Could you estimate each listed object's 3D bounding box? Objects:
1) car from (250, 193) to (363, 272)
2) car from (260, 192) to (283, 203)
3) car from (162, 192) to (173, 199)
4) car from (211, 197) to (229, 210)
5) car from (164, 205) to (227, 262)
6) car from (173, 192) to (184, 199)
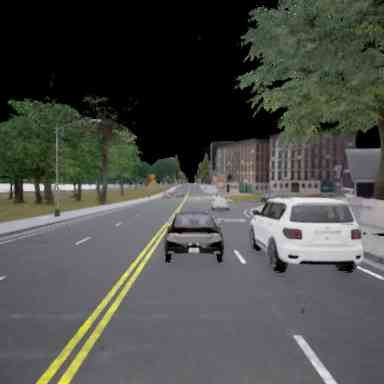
[{"bbox_3d":[3.313,1.176,10.753,2.150,2.045,5.566,0,1,0],"label":"car"},{"bbox_3d":[13.846,0.950,57.764,2.097,1.767,4.553,2,2,39],"label":"car"},{"bbox_3d":[-6.515,0.802,84.776,2.097,1.767,4.553,0,1,0],"label":"car"},{"bbox_3d":[3.249,1.349,39.273,1.812,1.442,4.674,0,1,0],"label":"car"},{"bbox_3d":[0.069,1.439,11.916,2.128,1.511,4.902,0,0,0],"label":"car"},{"bbox_3d":[-3.265,0.947,84.749,1.837,1.490,4.892,0,1,0],"label":"car"}]
